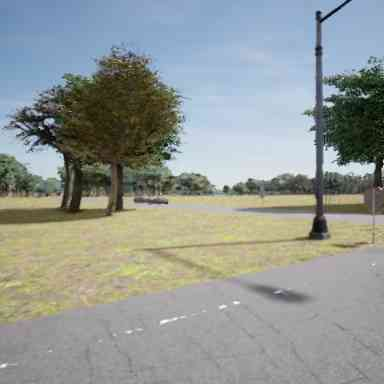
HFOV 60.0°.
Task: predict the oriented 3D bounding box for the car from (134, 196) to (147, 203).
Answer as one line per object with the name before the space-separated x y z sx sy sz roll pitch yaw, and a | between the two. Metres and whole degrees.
car | -9.767 1.535 66.092 2.033 1.411 5.357 1 0 -34

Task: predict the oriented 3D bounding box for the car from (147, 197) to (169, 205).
car | -5.921 1.552 60.342 1.994 1.385 4.181 1 0 -33
